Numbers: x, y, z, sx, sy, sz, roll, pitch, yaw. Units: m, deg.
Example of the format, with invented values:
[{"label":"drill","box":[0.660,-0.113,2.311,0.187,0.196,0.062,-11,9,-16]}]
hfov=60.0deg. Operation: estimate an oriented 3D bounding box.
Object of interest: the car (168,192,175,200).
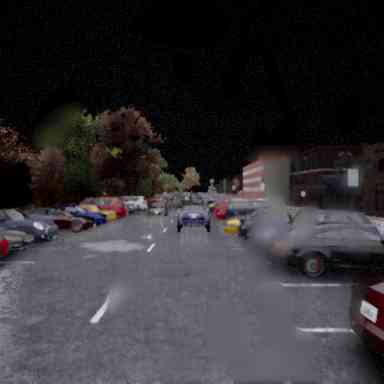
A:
[{"label":"car","box":[-8.114,1.753,91.624,5.566,2.045,2.435,0,0,0]}]

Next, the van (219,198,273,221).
[{"label":"van","box":[4.664,1.508,29.137,4.442,1.987,1.878,0,0,0]}]

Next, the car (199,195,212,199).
[{"label":"car","box":[4.339,1.894,69.151,4.792,1.488,2.163,0,0,0]}]

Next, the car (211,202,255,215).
[{"label":"car","box":[4.548,1.843,37.608,4.674,1.452,2.002,0,0,0]}]

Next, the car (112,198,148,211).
[{"label":"car","box":[-8.496,1.746,45.968,4.553,1.767,2.185,0,0,0]}]

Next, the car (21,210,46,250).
[{"label":"car","box":[-8.543,1.598,12.547,4.892,1.521,2.231,0,-1,0]}]

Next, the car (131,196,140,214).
[{"label":"car","box":[-8.561,1.677,37.487,4.553,1.767,2.185,0,0,0]}]

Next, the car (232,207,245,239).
[{"label":"car","box":[4.538,1.621,15.344,4.892,1.521,2.231,0,0,0]}]

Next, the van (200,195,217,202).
[{"label":"van","box":[4.309,1.762,88.934,4.442,1.987,1.878,0,0,0]}]

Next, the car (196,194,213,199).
[{"label":"car","box":[4.208,1.914,77.630,5.366,1.575,1.946,0,0,0]}]

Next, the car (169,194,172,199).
[{"label":"car","box":[-8.175,1.953,83.277,4.892,1.521,2.231,0,0,0]}]

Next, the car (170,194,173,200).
[{"label":"car","box":[-8.130,1.999,85.975,4.792,1.488,2.163,0,0,0]}]

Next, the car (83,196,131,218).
[{"label":"car","box":[-8.560,1.483,29.134,5.566,2.045,2.435,0,0,0]}]

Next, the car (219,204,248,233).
[{"label":"car","box":[4.360,1.640,18.127,5.366,1.575,1.946,0,0,0]}]

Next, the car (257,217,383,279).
[{"label":"car","box":[4.540,1.611,9.776,4.674,1.452,2.002,0,-1,0]}]

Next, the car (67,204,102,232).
[{"label":"car","box":[-8.504,1.697,20.901,4.792,1.488,2.163,0,0,0]}]

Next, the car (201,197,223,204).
[{"label":"car","box":[4.374,1.922,71.978,4.674,1.452,2.002,0,0,0]}]

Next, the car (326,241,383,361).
[{"label":"car","box":[4.570,1.550,4.210,4.792,1.488,2.163,0,-1,0]}]

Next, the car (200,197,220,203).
[{"label":"car","box":[4.404,1.952,83.281,5.008,1.535,2.097,0,0,0]}]

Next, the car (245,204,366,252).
[{"label":"car","box":[4.575,1.471,12.560,4.553,1.767,2.185,0,0,0]}]

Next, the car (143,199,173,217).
[{"label":"car","box":[-3.490,1.833,35.324,2.128,1.511,4.902,0,0,0]}]

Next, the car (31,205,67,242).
[{"label":"car","box":[-8.567,1.495,15.334,4.553,1.767,2.185,0,0,0]}]

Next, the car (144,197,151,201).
[{"label":"car","box":[-8.557,1.598,43.183,5.566,2.045,2.435,0,0,0]}]

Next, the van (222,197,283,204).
[{"label":"van","box":[4.663,1.464,23.695,4.442,1.987,1.878,0,0,0]}]

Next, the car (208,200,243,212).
[{"label":"car","box":[4.537,1.910,45.816,4.674,1.452,2.002,-1,0,0]}]

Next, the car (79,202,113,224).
[{"label":"car","box":[-8.539,1.690,23.688,5.008,1.535,2.097,0,0,0]}]

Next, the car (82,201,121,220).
[{"label":"car","box":[-8.718,1.709,26.347,5.366,1.575,1.946,0,0,0]}]

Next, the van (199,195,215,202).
[{"label":"van","box":[4.326,1.792,94.464,4.442,1.987,1.878,0,0,0]}]

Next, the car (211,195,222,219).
[{"label":"car","box":[4.575,1.461,26.478,5.566,2.045,2.435,0,0,0]}]

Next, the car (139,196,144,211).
[{"label":"car","box":[-8.560,1.700,40.272,4.553,1.767,2.185,0,0,0]}]

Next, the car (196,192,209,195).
[{"label":"car","box":[4.446,1.718,86.108,5.566,2.045,2.435,0,0,0]}]

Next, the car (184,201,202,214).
[{"label":"car","box":[0.114,1.904,41.780,2.033,1.411,5.357,0,0,0]}]

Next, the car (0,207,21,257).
[{"label":"car","box":[-8.509,1.320,9.766,5.566,2.045,2.435,0,-1,0]}]

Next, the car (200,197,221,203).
[{"label":"car","box":[4.406,1.934,80.456,5.008,1.535,2.097,0,0,0]}]

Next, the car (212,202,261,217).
[{"label":"car","box":[4.579,1.810,34.825,4.792,1.488,2.163,0,0,0]}]

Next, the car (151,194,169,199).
[{"label":"car","box":[-8.163,1.774,74.806,4.553,1.767,2.185,0,0,0]}]

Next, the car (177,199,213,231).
[{"label":"car","box":[0.108,1.552,22.528,2.097,1.767,4.553,0,-1,0]}]
